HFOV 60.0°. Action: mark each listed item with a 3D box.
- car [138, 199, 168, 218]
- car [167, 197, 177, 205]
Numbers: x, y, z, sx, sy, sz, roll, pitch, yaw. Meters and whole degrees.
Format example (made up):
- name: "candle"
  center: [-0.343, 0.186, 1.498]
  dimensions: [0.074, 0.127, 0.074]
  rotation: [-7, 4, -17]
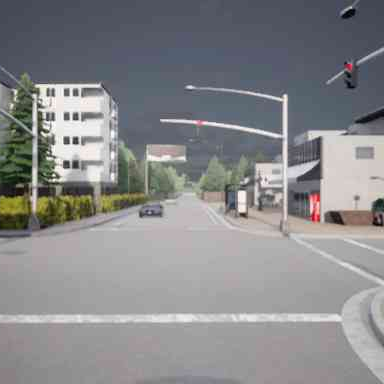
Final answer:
- name: "car"
  center: [-3.524, 1.543, 29.643]
  dimensions: [1.994, 1.385, 4.181]
  rotation: [0, 0, 0]
- name: "car"
  center: [-3.548, 1.566, 57.911]
  dimensions: [1.895, 1.301, 4.718]
  rotation: [0, 0, 0]
